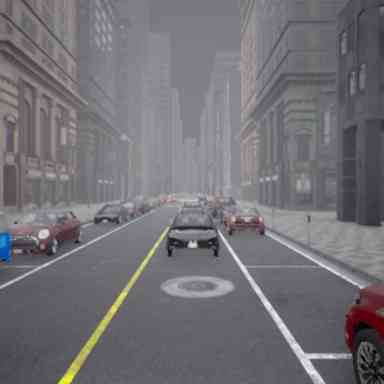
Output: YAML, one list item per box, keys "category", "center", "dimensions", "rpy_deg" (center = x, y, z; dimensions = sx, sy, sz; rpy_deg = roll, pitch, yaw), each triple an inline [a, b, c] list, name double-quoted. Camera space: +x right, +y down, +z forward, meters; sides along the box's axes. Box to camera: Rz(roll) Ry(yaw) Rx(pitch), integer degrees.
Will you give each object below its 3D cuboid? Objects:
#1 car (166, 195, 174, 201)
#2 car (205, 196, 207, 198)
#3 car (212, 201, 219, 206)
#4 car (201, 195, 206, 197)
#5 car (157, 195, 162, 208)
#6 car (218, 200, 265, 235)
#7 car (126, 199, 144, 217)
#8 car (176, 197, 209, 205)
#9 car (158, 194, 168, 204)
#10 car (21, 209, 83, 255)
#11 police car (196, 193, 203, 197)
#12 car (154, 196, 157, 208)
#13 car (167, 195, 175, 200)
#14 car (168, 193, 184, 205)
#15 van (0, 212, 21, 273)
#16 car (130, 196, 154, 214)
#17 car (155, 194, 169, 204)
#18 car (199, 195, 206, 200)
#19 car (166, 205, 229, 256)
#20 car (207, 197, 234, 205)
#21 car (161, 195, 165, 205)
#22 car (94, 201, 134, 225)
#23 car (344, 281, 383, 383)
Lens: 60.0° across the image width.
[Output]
- category: "car"
  center: [-5.741, 1.580, 85.820]
  dimensions: [1.802, 1.307, 4.206]
  rpy_deg: [0, 0, 0]
- category: "car"
  center: [2.775, 1.547, 41.009]
  dimensions: [2.008, 1.369, 4.403]
  rpy_deg: [0, 0, 0]
- category: "car"
  center: [2.771, 1.563, 24.202]
  dimensions: [1.947, 1.339, 4.313]
  rpy_deg: [0, 0, 0]
- category: "car"
  center: [2.778, 1.541, 52.213]
  dimensions: [1.887, 1.381, 4.507]
  rpy_deg: [0, 0, 0]
- category: "car"
  center: [-5.749, 1.547, 46.608]
  dimensions: [2.008, 1.369, 4.403]
  rpy_deg: [0, 0, 0]
- category: "car"
  center: [2.771, 1.438, 18.600]
  dimensions: [1.967, 1.590, 4.097]
  rpy_deg: [0, 0, 0]
- category: "car"
  center: [-5.753, 1.579, 29.802]
  dimensions: [1.802, 1.307, 4.206]
  rpy_deg: [0, 0, 0]
- category: "car"
  center: [0.050, 1.489, 28.055]
  dimensions: [2.128, 1.511, 4.902]
  rpy_deg: [0, 0, 0]
- category: "car"
  center: [-5.746, 1.436, 57.811]
  dimensions: [1.967, 1.590, 4.097]
  rpy_deg: [0, 0, 0]
- category: "car"
  center: [-5.756, 1.438, 12.997]
  dimensions: [1.967, 1.590, 4.097]
  rpy_deg: [0, 0, 0]
- category: "police car"
  center: [2.383, 1.421, 74.014]
  dimensions: [1.930, 1.638, 5.238]
  rpy_deg: [0, 0, 0]
- category: "car"
  center: [-5.750, 1.522, 40.837]
  dimensions: [1.752, 1.417, 4.829]
  rpy_deg: [0, 0, 0]
- category: "car"
  center: [-5.739, 1.524, 91.252]
  dimensions: [1.752, 1.417, 4.829]
  rpy_deg: [0, 0, 0]
- category: "car"
  center: [-3.043, 1.348, 58.309]
  dimensions: [2.097, 1.767, 4.553]
  rpy_deg: [0, 0, 0]
- category: "van"
  center: [-5.757, 1.340, 7.395]
  dimensions: [1.690, 1.788, 3.998]
  rpy_deg: [0, 0, 0]
- category: "car"
  center: [-5.750, 1.312, 35.404]
  dimensions: [2.192, 1.841, 5.009]
  rpy_deg: [0, 0, 0]
- category: "car"
  center: [-5.744, 1.311, 63.413]
  dimensions: [2.192, 1.841, 5.009]
  rpy_deg: [0, 0, 0]
- category: "car"
  center: [2.786, 1.524, 91.598]
  dimensions: [1.752, 1.417, 4.829]
  rpy_deg: [0, 0, 0]
- category: "car"
  center: [0.047, 1.490, 13.043]
  dimensions: [2.128, 1.511, 4.902]
  rpy_deg: [0, 0, 0]
- category: "car"
  center: [2.774, 1.312, 29.804]
  dimensions: [2.192, 1.841, 5.009]
  rpy_deg: [0, 0, 0]
- category: "car"
  center: [-5.748, 1.562, 52.210]
  dimensions: [1.947, 1.339, 4.313]
  rpy_deg: [0, 0, 0]
- category: "car"
  center: [-5.754, 1.563, 24.201]
  dimensions: [1.947, 1.339, 4.313]
  rpy_deg: [0, 0, 0]
- category: "car"
  center: [2.767, 1.315, 1.793]
  dimensions: [2.192, 1.841, 5.009]
  rpy_deg: [0, 0, 0]
